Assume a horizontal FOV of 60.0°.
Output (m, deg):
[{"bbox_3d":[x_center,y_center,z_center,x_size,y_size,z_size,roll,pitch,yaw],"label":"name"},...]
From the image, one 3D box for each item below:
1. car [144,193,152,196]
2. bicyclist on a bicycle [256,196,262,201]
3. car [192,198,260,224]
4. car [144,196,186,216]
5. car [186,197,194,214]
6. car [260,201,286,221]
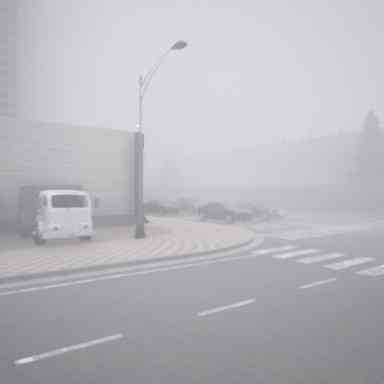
[{"bbox_3d":[-8.853,1.232,59.078,2.150,2.045,5.566,0,0,-36],"label":"car"},{"bbox_3d":[8.376,1.320,41.687,1.656,1.620,0.582,0,0,-36],"label":"bicyclist on a bicycle"},{"bbox_3d":[2.416,1.462,25.133,1.882,1.535,5.008,0,0,-36],"label":"car"},{"bbox_3d":[-3.041,1.462,32.755,1.882,1.535,5.008,0,0,-36],"label":"car"},{"bbox_3d":[-0.015,1.345,34.539,2.097,1.767,4.553,0,0,-36],"label":"car"},{"bbox_3d":[5.349,1.484,27.048,2.128,1.511,4.902,0,0,-36],"label":"car"}]
